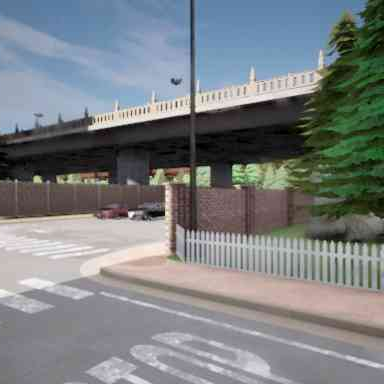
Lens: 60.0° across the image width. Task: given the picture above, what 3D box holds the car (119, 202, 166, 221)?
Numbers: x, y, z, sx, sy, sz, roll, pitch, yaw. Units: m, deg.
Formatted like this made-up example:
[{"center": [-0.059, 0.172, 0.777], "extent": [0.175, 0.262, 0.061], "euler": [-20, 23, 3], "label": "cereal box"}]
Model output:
[{"center": [-3.433, 1.629, 28.390], "extent": [2.128, 1.511, 4.902], "euler": [0, 0, 36], "label": "car"}]

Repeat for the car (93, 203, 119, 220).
[{"center": [-6.716, 1.716, 29.817], "extent": [1.994, 1.385, 4.181], "euler": [0, 0, 36], "label": "car"}]
